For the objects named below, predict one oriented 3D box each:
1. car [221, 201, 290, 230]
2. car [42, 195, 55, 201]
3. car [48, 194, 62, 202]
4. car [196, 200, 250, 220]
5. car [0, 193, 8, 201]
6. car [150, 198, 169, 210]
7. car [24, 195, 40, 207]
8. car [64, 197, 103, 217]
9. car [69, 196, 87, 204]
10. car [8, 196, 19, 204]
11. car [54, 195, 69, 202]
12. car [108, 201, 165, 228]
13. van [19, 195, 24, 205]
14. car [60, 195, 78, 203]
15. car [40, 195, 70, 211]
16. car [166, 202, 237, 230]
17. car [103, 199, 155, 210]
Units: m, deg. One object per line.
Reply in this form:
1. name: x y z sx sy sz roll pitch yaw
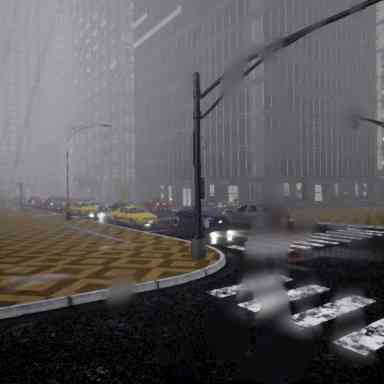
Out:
1. car: 3.921 1.457 21.198 1.837 1.490 4.892 -2 1 -36
2. car: -33.415 1.331 77.414 1.752 1.417 4.829 -1 1 -36
3. car: -30.070 1.256 72.765 1.967 1.590 4.097 -1 1 -36
4. car: 2.495 1.455 27.736 2.008 1.369 4.403 -1 1 -36
5. car: -46.203 1.449 81.694 1.887 1.381 4.507 -1 1 -36
6. car: -4.057 1.328 36.716 1.967 1.590 4.097 -1 1 -36
7. car: -23.483 1.411 50.120 1.967 1.590 4.097 -1 1 -36
8. car: -10.448 1.533 31.908 1.752 1.417 4.829 -1 1 -36
9. car: -20.332 1.388 59.234 1.887 1.381 4.507 -1 1 -36
10. car: -33.219 1.494 63.652 2.008 1.369 4.403 -1 1 -36
11. car: -26.823 1.407 68.255 1.802 1.307 4.206 -1 1 -36
12. car: -4.012 1.552 22.844 1.752 1.417 4.829 -1 1 -36
13. van: -26.730 1.303 54.630 1.690 1.788 3.998 -1 1 -36
14. car: -23.578 1.385 63.745 2.008 1.369 4.403 -1 1 -36
15. car: -16.991 1.429 41.099 1.967 1.590 4.097 -1 1 -36
16. car: 0.489 1.558 21.031 1.994 1.385 4.181 -1 1 -36
17. car: -5.725 1.525 29.666 2.033 1.411 5.357 -1 1 -36
